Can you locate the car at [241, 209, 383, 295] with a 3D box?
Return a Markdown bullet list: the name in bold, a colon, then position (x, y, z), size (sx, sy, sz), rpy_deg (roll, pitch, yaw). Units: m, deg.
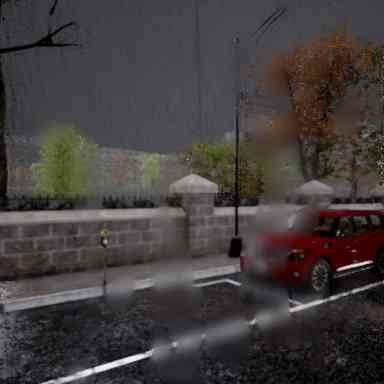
- **car**: position (3.638, 1.410, 9.160), size (5.009, 1.841, 2.192), rpy_deg (1, -1, -35)
